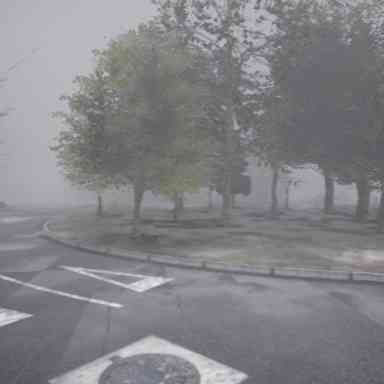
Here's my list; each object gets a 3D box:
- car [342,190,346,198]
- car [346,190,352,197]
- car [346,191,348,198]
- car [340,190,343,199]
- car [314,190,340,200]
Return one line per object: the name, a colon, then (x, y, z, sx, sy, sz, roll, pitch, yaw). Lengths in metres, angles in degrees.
car: (33.300, 0.841, 79.119, 4.553, 1.767, 2.185, 1, 1, 32)
car: (37.603, 0.602, 86.186, 5.566, 2.045, 2.435, 1, 1, 32)
car: (34.720, 0.932, 81.490, 4.892, 1.521, 2.231, 1, 1, 32)
car: (30.368, 1.030, 74.452, 5.008, 1.535, 2.097, 1, 1, 32)
car: (28.946, 0.933, 72.082, 4.553, 1.767, 2.185, 1, 1, 32)
